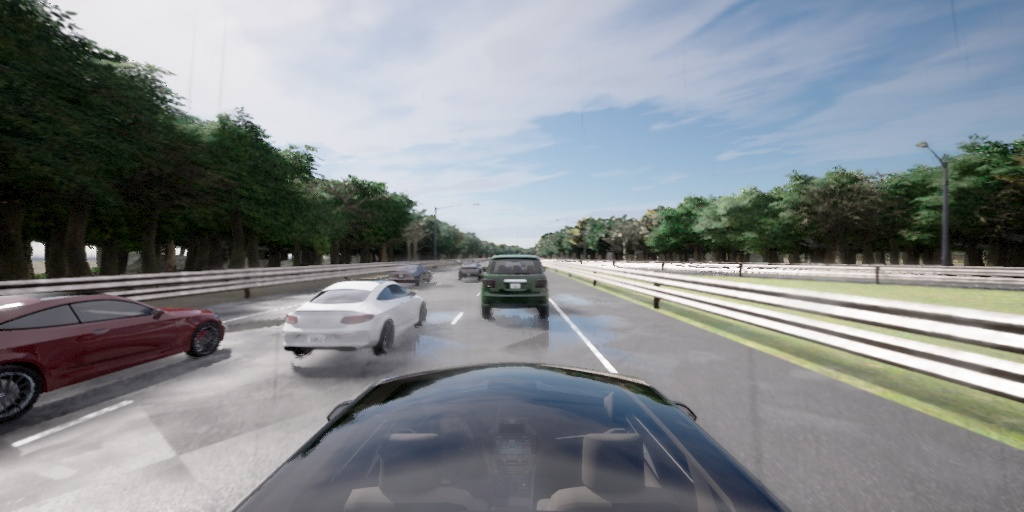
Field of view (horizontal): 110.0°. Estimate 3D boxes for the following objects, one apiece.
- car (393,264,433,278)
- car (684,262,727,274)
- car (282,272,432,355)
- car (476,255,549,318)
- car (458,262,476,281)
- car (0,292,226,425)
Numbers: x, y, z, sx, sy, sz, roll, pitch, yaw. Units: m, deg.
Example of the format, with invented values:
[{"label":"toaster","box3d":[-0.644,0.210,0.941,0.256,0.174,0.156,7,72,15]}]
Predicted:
[{"label":"car","box3d":[-6.910,1.286,24.859,2.033,1.411,5.357,0,0,0]},{"label":"car","box3d":[24.460,1.520,45.400,2.033,1.411,5.357,0,0,-21]},{"label":"car","box3d":[-3.401,1.277,8.537,1.812,1.442,4.674,0,0,0]},{"label":"car","box3d":[0.099,0.975,13.186,2.150,2.045,5.566,0,0,0]},{"label":"car","box3d":[-3.407,1.265,30.740,2.128,1.511,4.902,0,0,0]},{"label":"car","box3d":[-6.902,1.276,5.530,1.812,1.442,4.674,0,0,0]}]
